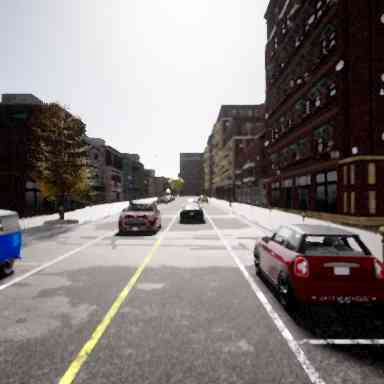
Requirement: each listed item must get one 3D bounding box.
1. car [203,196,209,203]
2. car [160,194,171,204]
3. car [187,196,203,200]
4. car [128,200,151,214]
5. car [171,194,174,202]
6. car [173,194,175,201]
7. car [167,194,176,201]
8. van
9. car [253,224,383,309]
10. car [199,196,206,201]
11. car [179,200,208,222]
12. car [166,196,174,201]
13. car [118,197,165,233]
[{"bbox_3d":[2.681,1.655,70.664,1.752,1.417,4.829,1,0,0],"label":"car"},{"bbox_3d":[-5.696,1.559,64.743,1.967,1.590,4.097,1,0,0],"label":"car"},{"bbox_3d":[0.064,1.573,44.719,2.128,1.511,4.902,0,0,0],"label":"car"},{"bbox_3d":[-5.689,1.647,36.310,1.802,1.307,4.206,1,0,0],"label":"car"},{"bbox_3d":[-5.702,1.707,76.117,1.947,1.339,4.313,1,0,0],"label":"car"},{"bbox_3d":[-5.701,1.593,81.803,1.967,1.590,4.097,1,0,0],"label":"car"},{"bbox_3d":[-5.702,1.492,93.177,2.192,1.841,5.009,1,0,0],"label":"car"},{"bbox_3d":[-5.675,1.355,7.877,1.690,1.788,3.998,1,0,0],"label":"van"},{"bbox_3d":[2.703,1.454,7.940,1.967,1.590,4.097,1,0,0],"label":"car"},{"bbox_3d":[2.675,1.747,87.553,1.802,1.307,4.206,1,0,0],"label":"car"},{"bbox_3d":[0.016,1.613,27.205,1.994,1.385,4.181,0,0,1],"label":"car"},{"bbox_3d":[-5.705,1.730,87.490,1.947,1.339,4.313,1,0,0],"label":"car"},{"bbox_3d":[-3.014,1.385,19.958,2.097,1.767,4.553,0,0,0],"label":"car"}]
